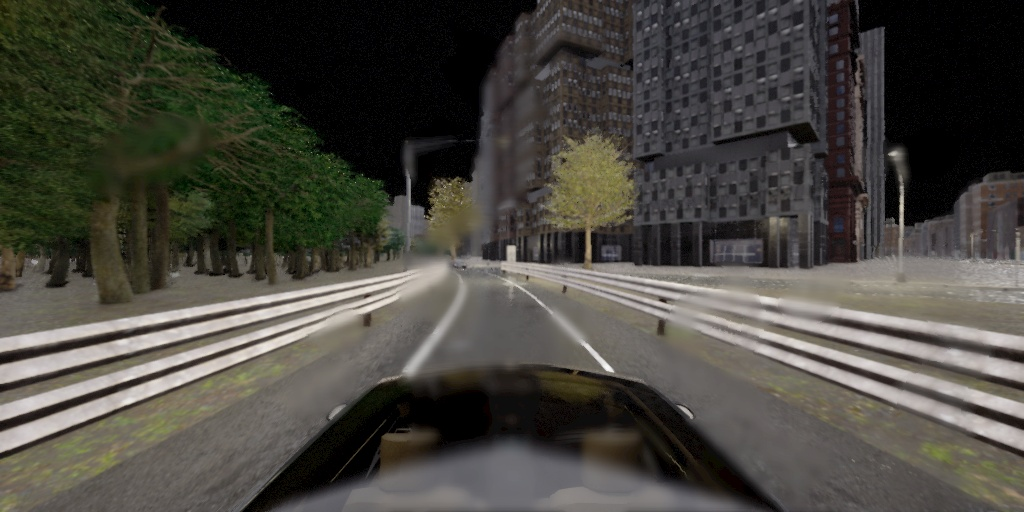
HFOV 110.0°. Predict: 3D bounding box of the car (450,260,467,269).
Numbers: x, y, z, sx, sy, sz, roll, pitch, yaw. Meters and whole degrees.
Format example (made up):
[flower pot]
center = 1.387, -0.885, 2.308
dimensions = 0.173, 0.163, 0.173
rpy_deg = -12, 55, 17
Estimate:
[car]
center = -8.064, 1.309, 53.446
dimensions = 1.895, 1.301, 4.718
rpy_deg = 0, 0, -19
